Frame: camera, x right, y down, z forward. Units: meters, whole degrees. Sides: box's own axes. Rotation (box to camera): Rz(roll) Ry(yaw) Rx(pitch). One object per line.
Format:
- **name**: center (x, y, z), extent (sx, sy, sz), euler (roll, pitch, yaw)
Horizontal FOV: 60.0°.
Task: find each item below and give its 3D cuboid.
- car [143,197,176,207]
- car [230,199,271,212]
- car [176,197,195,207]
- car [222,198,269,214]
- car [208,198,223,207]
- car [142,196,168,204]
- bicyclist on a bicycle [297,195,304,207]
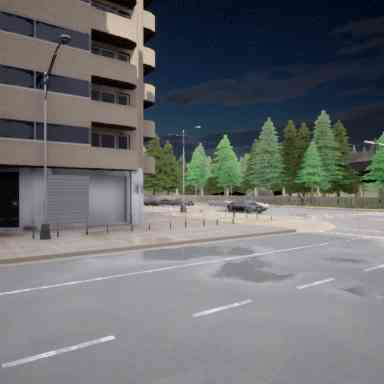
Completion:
- **car**: center (-5.318, 1.492, 49.699), extent (2.033, 1.411, 5.357), euler (0, 0, -45)
- **car**: center (6.805, 1.545, 39.186), extent (1.895, 1.301, 4.718), euler (0, 0, -35)
- **car**: center (-1.485, 1.508, 50.361), extent (1.994, 1.385, 4.181), euler (0, 0, -40)
- **car**: center (5.569, 1.508, 34.802), extent (1.994, 1.385, 4.181), euler (0, 0, -35)
- **car**: center (4.378, 1.545, 49.108), extent (1.895, 1.301, 4.718), euler (0, 0, -37)
- **car**: center (-7.154, 1.545, 64.451), extent (4.718, 1.301, 1.895), euler (0, 0, 31)
- **bicyclist on a bicycle**: center (15.151, 1.245, 46.458), extent (1.656, 1.620, 0.582), euler (0, 0, -35)
